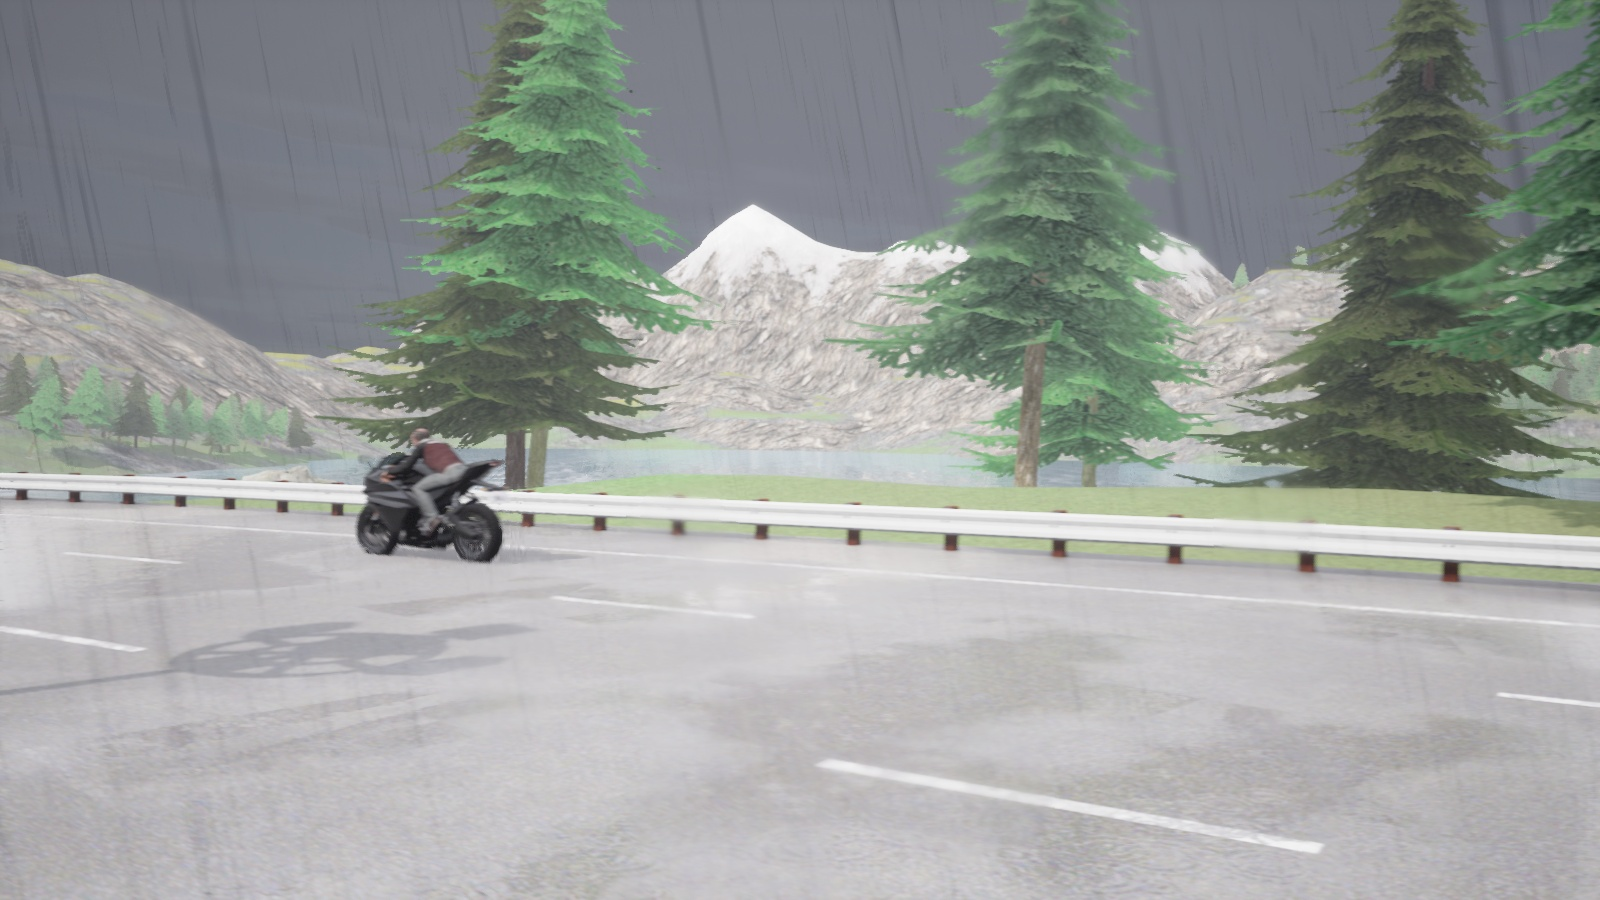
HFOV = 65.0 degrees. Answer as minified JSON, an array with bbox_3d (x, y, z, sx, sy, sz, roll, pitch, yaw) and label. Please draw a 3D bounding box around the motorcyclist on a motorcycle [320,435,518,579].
[{"bbox_3d":[-4.373,0.608,14.383,2.191,1.530,0.866,0,1,29],"label":"motorcyclist on a motorcycle"}]
